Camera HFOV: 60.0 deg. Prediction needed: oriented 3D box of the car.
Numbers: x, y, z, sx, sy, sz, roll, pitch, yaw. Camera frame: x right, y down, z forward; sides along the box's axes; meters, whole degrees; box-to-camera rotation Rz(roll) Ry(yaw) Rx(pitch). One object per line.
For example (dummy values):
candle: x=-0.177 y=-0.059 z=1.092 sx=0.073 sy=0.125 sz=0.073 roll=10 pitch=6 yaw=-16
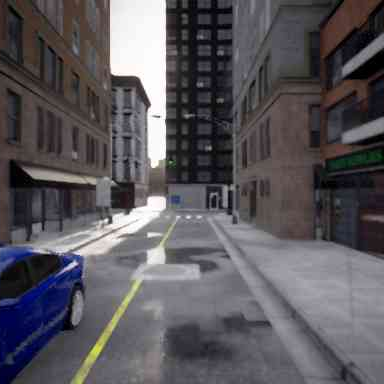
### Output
car: x=-2.849 y=1.507 z=4.125 sx=1.882 sy=1.535 sz=5.008 roll=0 pitch=0 yaw=0
